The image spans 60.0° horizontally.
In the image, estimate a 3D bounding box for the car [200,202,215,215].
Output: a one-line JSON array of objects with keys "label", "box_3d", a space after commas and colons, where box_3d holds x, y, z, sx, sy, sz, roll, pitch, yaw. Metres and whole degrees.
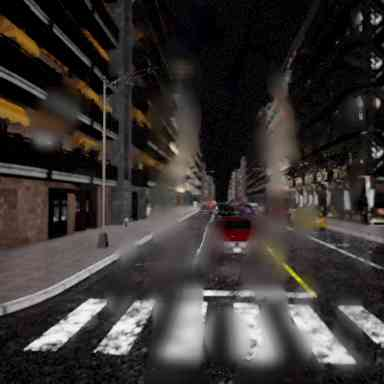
[{"label": "car", "box_3d": [2.032, 2.512, 47.554, 1.802, 1.307, 4.206, 0, -1, 5]}]

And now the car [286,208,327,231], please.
[{"label": "car", "box_3d": [8.471, 1.991, 24.433, 1.752, 1.417, 4.829, 0, -1, 5]}]

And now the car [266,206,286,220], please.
[{"label": "car", "box_3d": [9.418, 2.231, 35.542, 1.887, 1.381, 4.507, 0, -1, 5]}]

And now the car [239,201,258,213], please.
[{"label": "car", "box_3d": [7.786, 2.444, 46.903, 1.812, 1.442, 4.674, 0, -1, 5]}]

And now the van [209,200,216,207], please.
[{"label": "van", "box_3d": [5.399, 3.086, 87.045, 1.690, 1.788, 3.998, 0, -1, 5]}]

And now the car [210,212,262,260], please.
[{"label": "car", "box_3d": [1.754, 1.787, 13.790, 1.812, 1.442, 4.674, 0, -1, 5]}]

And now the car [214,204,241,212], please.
[{"label": "car", "box_3d": [3.156, 2.084, 30.189, 1.837, 1.490, 4.892, 0, -1, 5]}]

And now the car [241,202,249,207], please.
[{"label": "car", "box_3d": [13.746, 3.314, 86.307, 1.802, 1.307, 4.206, 0, -1, 5]}]

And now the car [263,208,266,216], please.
[{"label": "car", "box_3d": [9.899, 2.346, 41.182, 1.887, 1.381, 4.507, 0, -1, 5]}]

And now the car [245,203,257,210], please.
[{"label": "car", "box_3d": [12.304, 2.930, 69.386, 2.008, 1.369, 4.403, 0, -1, 5]}]

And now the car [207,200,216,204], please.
[{"label": "car", "box_3d": [3.956, 2.708, 70.124, 2.192, 1.841, 5.009, 0, -1, 5]}]

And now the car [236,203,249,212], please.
[{"label": "car", "box_3d": [8.656, 2.653, 57.117, 1.812, 1.442, 4.674, 0, -1, 5]}]

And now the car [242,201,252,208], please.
[{"label": "car", "box_3d": [13.266, 3.053, 80.668, 1.967, 1.590, 4.097, 0, -1, 5]}]

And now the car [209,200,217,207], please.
[{"label": "car", "box_3d": [5.878, 3.184, 92.684, 2.192, 1.841, 5.009, 0, -1, 5]}]

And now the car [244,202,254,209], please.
[{"label": "car", "box_3d": [12.785, 3.040, 75.027, 1.887, 1.381, 4.507, 0, -1, 5]}]
